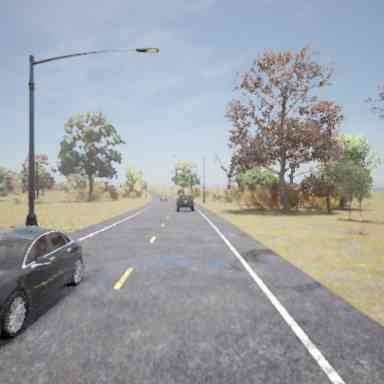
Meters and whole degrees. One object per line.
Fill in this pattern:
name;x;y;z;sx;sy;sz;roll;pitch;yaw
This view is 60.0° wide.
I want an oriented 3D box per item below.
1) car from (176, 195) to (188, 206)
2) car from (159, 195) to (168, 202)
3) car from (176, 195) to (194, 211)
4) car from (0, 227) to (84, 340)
car;-1.829;1.512;60.617;2.097;1.767;4.553;0;0;-3
car;-7.052;1.712;82.836;2.128;1.511;4.902;0;0;-5
car;-0.881;1.343;42.923;2.150;2.045;5.566;0;0;-3
car;-3.643;1.530;6.645;1.837;1.490;4.892;0;0;0
